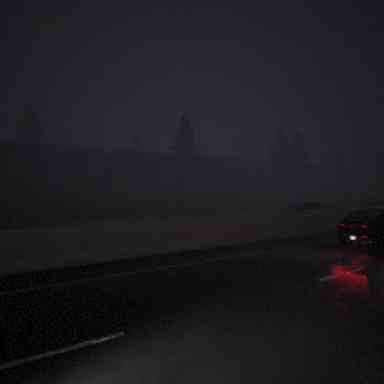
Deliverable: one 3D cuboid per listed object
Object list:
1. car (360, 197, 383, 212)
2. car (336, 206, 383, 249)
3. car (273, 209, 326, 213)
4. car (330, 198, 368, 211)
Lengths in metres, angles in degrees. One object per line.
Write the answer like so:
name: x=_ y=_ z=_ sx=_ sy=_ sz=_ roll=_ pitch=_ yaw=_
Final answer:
car: x=20.013 y=1.323 z=35.442 sx=4.181 sy=1.385 sz=1.994 roll=0 pitch=0 yaw=-35
car: x=7.902 y=1.411 z=13.673 sx=4.892 sy=1.490 sz=1.837 roll=0 pitch=0 yaw=-35
car: x=7.048 y=1.357 z=21.909 sx=5.008 sy=1.535 sz=1.882 roll=-1 pitch=0 yaw=-35
car: x=18.210 y=1.357 z=38.461 sx=4.718 sy=1.301 sz=1.895 roll=0 pitch=0 yaw=-35
